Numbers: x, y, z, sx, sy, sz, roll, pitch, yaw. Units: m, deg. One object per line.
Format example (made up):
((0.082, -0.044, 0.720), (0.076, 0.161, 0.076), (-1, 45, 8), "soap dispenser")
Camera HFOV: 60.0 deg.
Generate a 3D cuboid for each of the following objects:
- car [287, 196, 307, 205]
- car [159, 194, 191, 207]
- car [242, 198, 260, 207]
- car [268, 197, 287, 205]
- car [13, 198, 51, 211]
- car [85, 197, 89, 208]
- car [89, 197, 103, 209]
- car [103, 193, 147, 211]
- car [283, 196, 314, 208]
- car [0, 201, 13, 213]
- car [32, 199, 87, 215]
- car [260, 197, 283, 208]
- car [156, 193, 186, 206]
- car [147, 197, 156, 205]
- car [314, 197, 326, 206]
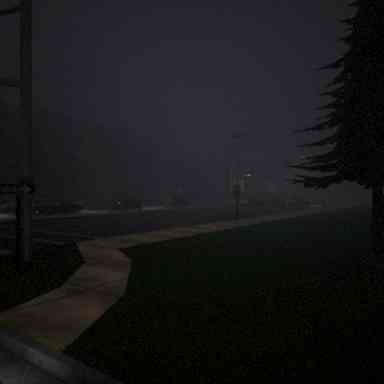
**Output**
((18.224, 1.464, 57.746), (1.882, 1.535, 5.008), (0, 0, 35), "car")
((-2.076, 1.470, 48.950), (2.128, 1.511, 4.902), (0, 0, 35), "car")
((9.599, 1.585, 51.442), (1.895, 1.301, 4.718), (0, 0, 36), "car")
((15.342, 1.548, 59.732), (1.994, 1.385, 4.181), (0, 0, 35), "car")
((-15.819, 1.453, 35.436), (1.882, 1.535, 5.008), (0, 0, 35), "car")
((-13.660, 1.450, 44.618), (1.882, 1.535, 5.008), (0, 0, 35), "car")
((-10.137, 1.197, 43.561), (2.150, 2.045, 5.566), (0, 0, 35), "car")
((-8.072, 1.330, 40.401), (2.097, 1.767, 4.553), (0, 0, 35), "car")
((15.285, 1.481, 47.358), (2.128, 1.511, 4.902), (0, 0, 35), "car")
((-19.018, 1.498, 36.970), (1.812, 1.442, 4.674), (0, 0, 35), "car")
((-13.273, 1.579, 32.974), (1.895, 1.301, 4.718), (0, 0, 35), "car")
((12.438, 1.464, 49.393), (1.882, 1.535, 5.008), (0, 0, 35), "car")
((-2.839, 1.194, 53.945), (2.150, 2.045, 5.566), (0, 0, 35), "car")
((-7.195, 1.520, 53.844), (2.033, 1.411, 5.357), (0, 0, 35), "car")
((21.083, 1.553, 55.727), (1.994, 1.385, 4.181), (0, 0, 35), "car")
